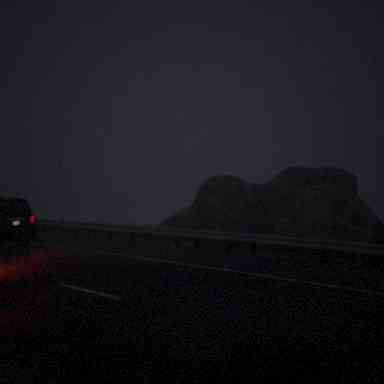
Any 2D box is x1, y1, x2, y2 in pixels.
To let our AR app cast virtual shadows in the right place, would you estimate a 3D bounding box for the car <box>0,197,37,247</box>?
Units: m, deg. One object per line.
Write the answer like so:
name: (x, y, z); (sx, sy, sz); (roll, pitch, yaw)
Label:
car: (-8.742, 1.213, 13.600); (5.566, 2.045, 2.150); (0, 0, 31)
